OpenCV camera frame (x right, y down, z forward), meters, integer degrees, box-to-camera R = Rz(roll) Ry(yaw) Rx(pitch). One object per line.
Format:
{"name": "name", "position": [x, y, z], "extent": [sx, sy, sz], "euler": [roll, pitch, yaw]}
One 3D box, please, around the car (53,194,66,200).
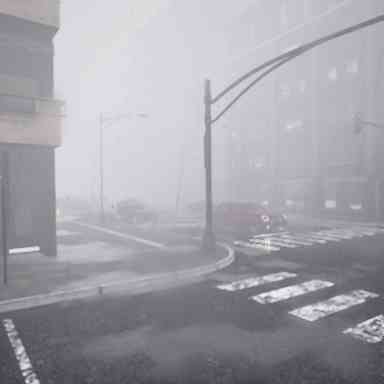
{"name": "car", "position": [-31.378, 1.142, 78.765], "extent": [2.008, 1.369, 4.403], "euler": [-1, 1, -35]}

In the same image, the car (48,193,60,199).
{"name": "car", "position": [-34.717, 1.093, 83.572], "extent": [1.752, 1.417, 4.829], "euler": [-1, 1, -35]}

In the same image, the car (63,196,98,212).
{"name": "car", "position": [-12.325, 1.458, 36.646], "extent": [2.008, 1.369, 4.403], "euler": [-1, 1, -35]}

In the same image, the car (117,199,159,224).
{"name": "car", "position": [-4.039, 1.518, 24.491], "extent": [1.887, 1.381, 4.507], "euler": [-1, 1, -35]}

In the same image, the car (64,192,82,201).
{"name": "car", "position": [-24.897, 0.952, 69.429], "extent": [2.192, 1.841, 5.009], "euler": [-1, 1, -35]}

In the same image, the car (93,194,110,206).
{"name": "car", "position": [-13.840, 1.126, 48.883], "extent": [2.097, 1.767, 4.553], "euler": [-1, 1, -34]}

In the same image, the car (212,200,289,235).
{"name": "car", "position": [3.243, 1.321, 19.072], "extent": [2.097, 1.767, 4.553], "euler": [-1, 1, -38]}

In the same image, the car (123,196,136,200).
{"name": "car", "position": [-5.495, 1.392, 31.350], "extent": [2.128, 1.511, 4.902], "euler": [-1, 1, -35]}

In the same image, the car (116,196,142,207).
{"name": "car", "position": [-8.784, 1.282, 46.235], "extent": [1.752, 1.417, 4.829], "euler": [-1, 1, -35]}

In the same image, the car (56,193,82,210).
{"name": "car", "position": [-15.567, 1.322, 41.313], "extent": [1.967, 1.590, 4.097], "euler": [-1, 1, -35]}

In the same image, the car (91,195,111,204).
{"name": "car", "position": [-15.267, 1.233, 55.569], "extent": [1.752, 1.417, 4.829], "euler": [-1, 1, -35]}

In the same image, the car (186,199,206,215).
{"name": "car", "position": [1.122, 1.375, 32.156], "extent": [1.887, 1.381, 4.507], "euler": [-1, 1, -35]}
